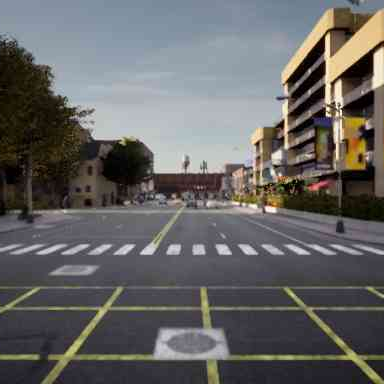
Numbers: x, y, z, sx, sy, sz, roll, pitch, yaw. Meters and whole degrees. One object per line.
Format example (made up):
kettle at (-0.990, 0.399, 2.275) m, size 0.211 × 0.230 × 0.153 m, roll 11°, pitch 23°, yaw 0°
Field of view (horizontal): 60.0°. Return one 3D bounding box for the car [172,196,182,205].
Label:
car at (-3.504, 2.349, 79.563) m, size 1.882 × 1.535 × 5.008 m, roll 0°, pitch -1°, yaw 0°

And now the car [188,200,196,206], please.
car at (-0.004, 2.435, 76.539) m, size 1.895 × 1.301 × 4.718 m, roll 0°, pitch -1°, yaw 0°

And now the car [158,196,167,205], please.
car at (-7.004, 2.372, 79.563) m, size 1.837 × 1.490 × 4.892 m, roll 0°, pitch -1°, yaw 0°

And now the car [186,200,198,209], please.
car at (0.010, 2.152, 58.838) m, size 1.837 × 1.490 × 4.892 m, roll 0°, pitch 0°, yaw 0°

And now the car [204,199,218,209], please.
car at (3.510, 2.166, 58.430) m, size 1.812 × 1.442 × 4.674 m, roll 0°, pitch 0°, yaw 0°
